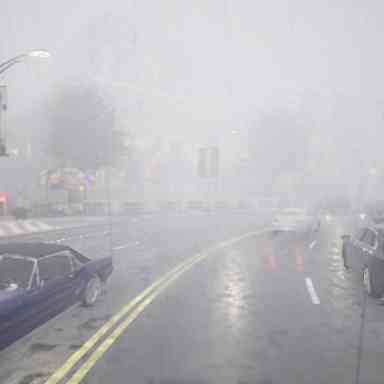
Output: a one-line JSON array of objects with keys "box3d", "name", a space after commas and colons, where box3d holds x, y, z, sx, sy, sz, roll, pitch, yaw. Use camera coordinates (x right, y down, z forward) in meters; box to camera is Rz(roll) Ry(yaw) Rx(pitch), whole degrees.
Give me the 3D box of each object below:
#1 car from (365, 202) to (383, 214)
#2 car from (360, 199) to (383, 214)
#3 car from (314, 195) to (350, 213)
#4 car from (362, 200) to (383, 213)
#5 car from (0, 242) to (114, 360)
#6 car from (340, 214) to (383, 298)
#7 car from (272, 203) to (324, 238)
[{"box3d": [14.866, 1.684, 24.171, 5.357, 1.411, 2.033, 1, 0, -42], "name": "car"}, {"box3d": [22.068, 1.683, 39.505, 5.008, 1.535, 1.882, 1, 0, -39], "name": "car"}, {"box3d": [16.729, 1.370, 39.661, 5.566, 2.045, 2.150, 1, 0, -39], "name": "car"}, {"box3d": [18.490, 1.717, 31.838, 5.357, 1.411, 2.033, 1, 0, -40], "name": "car"}, {"box3d": [-2.995, 1.567, 5.230, 1.895, 1.301, 4.718, 1, 0, 10], "name": "car"}, {"box3d": [5.047, 1.551, 8.337, 1.837, 1.490, 4.892, 0, 0, 15], "name": "car"}, {"box3d": [5.726, 1.573, 18.176, 1.812, 1.442, 4.674, 1, 0, 30], "name": "car"}]
